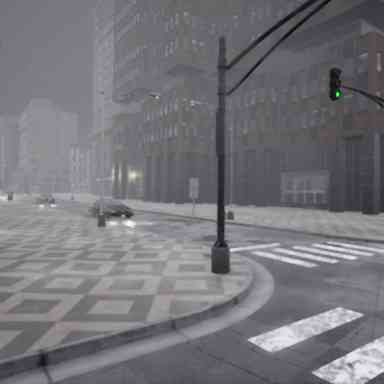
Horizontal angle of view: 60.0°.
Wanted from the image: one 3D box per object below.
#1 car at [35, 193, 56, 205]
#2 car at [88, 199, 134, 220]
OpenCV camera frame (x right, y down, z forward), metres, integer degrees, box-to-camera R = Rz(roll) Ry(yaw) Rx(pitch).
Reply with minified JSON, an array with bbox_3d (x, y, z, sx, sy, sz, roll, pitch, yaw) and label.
[{"bbox_3d":[-19.494,0.862,44.182,1.837,1.490,4.892,1,0,-35],"label":"car"},{"bbox_3d":[-6.260,1.233,25.158,2.033,1.411,5.357,1,0,-35],"label":"car"}]
